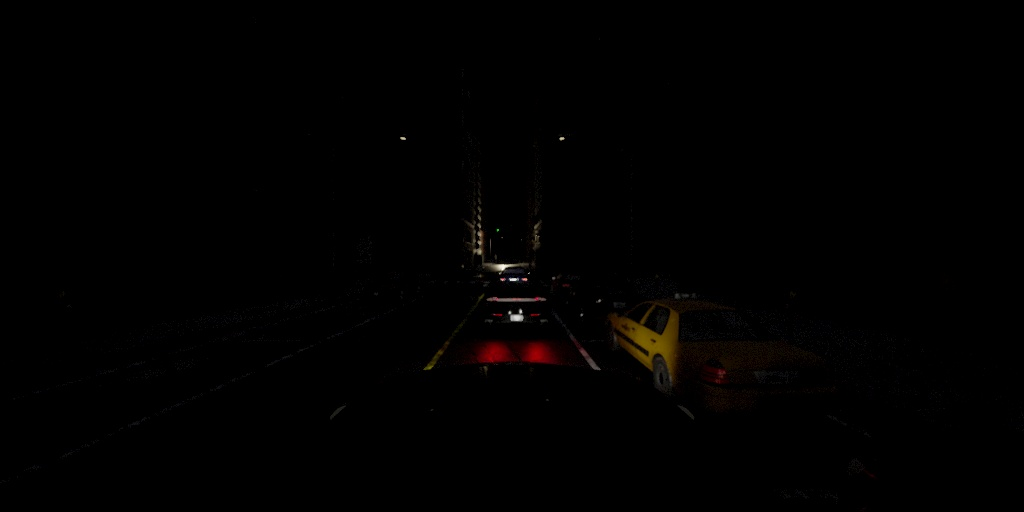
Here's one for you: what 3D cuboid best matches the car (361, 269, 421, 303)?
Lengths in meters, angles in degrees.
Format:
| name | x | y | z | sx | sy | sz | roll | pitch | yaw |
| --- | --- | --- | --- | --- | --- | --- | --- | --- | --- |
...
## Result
| name | x | y | z | sx | sy | sz | roll | pitch | yaw |
| --- | --- | --- | --- | --- | --- | --- | --- | --- | --- |
| car | -5.665 | 1.348 | 17.198 | 1.888 | 1.381 | 4.507 | 0 | 0 | 0 |

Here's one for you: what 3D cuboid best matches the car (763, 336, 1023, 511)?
| name | x | y | z | sx | sy | sz | roll | pitch | yaw |
| --- | --- | --- | --- | --- | --- | --- | --- | --- | --- |
| car | 2.873 | 1.296 | 0.440 | 2.007 | 1.370 | 4.403 | 0 | 0 | 0 |

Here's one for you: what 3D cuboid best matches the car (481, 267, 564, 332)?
| name | x | y | z | sx | sy | sz | roll | pitch | yaw |
| --- | --- | --- | --- | --- | --- | --- | --- | --- | --- |
| car | 0.104 | 1.275 | 11.018 | 2.128 | 1.511 | 4.902 | 0 | 0 | 0 |

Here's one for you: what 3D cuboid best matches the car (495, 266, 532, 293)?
| name | x | y | z | sx | sy | sz | roll | pitch | yaw |
| --- | --- | --- | --- | --- | --- | --- | --- | --- | --- |
| car | 0.167 | 1.370 | 22.641 | 2.033 | 1.411 | 5.357 | 0 | 0 | 2 |

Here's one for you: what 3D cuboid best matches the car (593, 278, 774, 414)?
| name | x | y | z | sx | sy | sz | roll | pitch | yaw |
| --- | --- | --- | --- | --- | --- | --- | --- | --- | --- |
| car | 2.875 | 1.290 | 6.196 | 1.751 | 1.417 | 4.829 | 0 | 0 | 0 |

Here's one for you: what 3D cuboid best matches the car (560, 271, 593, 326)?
| name | x | y | z | sx | sy | sz | roll | pitch | yaw |
| --- | --- | --- | --- | --- | --- | --- | --- | --- | --- |
| car | 2.878 | 1.350 | 11.612 | 1.948 | 1.339 | 4.313 | 0 | 0 | 0 |
